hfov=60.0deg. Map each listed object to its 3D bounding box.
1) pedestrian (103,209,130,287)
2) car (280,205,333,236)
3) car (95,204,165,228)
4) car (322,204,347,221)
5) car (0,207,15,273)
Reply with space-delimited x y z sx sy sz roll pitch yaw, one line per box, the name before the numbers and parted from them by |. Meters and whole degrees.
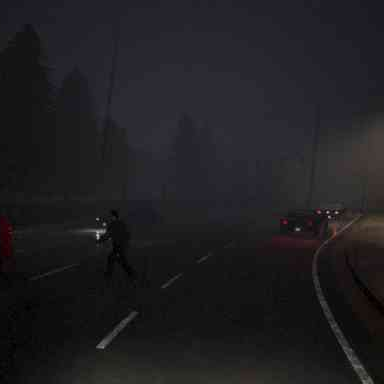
pedestrian | -1.809 1.294 7.990 0.375 1.860 0.375 0 0 14
car | 6.466 1.601 18.755 1.895 1.301 4.718 0 0 30
car | -3.934 1.547 22.187 2.033 1.411 5.357 0 0 29
car | 11.506 1.601 27.269 1.895 1.301 4.718 0 0 31
car | -6.226 1.221 6.712 2.150 2.045 5.566 0 0 12
